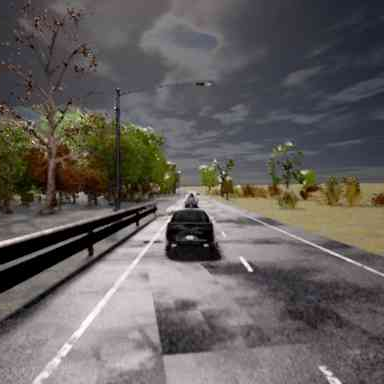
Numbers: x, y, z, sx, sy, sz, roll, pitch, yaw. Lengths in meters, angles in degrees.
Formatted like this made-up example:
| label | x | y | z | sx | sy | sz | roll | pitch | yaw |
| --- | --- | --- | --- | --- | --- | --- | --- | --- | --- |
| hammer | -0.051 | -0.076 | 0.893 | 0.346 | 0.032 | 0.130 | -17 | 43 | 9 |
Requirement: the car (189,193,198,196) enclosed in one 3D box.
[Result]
| label | x | y | z | sx | sy | sz | roll | pitch | yaw |
| --- | --- | --- | --- | --- | --- | --- | --- | --- | --- |
| car | -0.119 | 1.533 | 81.461 | 1.994 | 1.385 | 4.181 | 0 | 0 | 0 |

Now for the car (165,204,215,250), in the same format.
| label | x | y | z | sx | sy | sz | roll | pitch | yaw |
| --- | --- | --- | --- | --- | --- | --- | --- | --- | --- |
| car | -0.070 | 1.484 | 14.397 | 1.882 | 1.535 | 5.008 | 0 | 0 | 0 |

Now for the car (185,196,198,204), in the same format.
| label | x | y | z | sx | sy | sz | roll | pitch | yaw |
| --- | --- | --- | --- | --- | --- | --- | --- | --- | --- |
| car | -0.096 | 1.605 | 48.904 | 1.895 | 1.301 | 4.718 | 0 | 0 | 0 |
